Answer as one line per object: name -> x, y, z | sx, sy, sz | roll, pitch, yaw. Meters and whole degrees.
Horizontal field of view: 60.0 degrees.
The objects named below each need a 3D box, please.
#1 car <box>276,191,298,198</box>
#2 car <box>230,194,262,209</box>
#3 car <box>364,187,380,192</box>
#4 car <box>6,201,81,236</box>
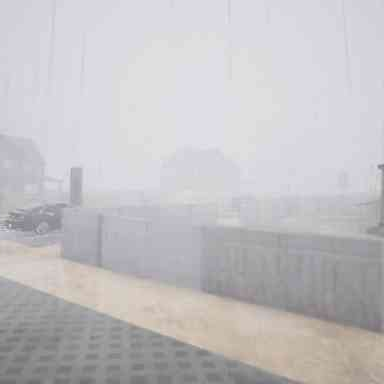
car -> 13.730, 0.643, 47.676 | 1.812, 1.442, 4.674 | 2, 2, 38
car -> 5.647, 0.929, 32.803 | 2.128, 1.511, 4.902 | 2, 2, 38
car -> 43.807, -0.230, 81.854 | 2.150, 2.045, 5.566 | 2, 2, 38
car -> -6.711, 1.243, 16.917 | 1.837, 1.490, 4.892 | 2, 2, 38
